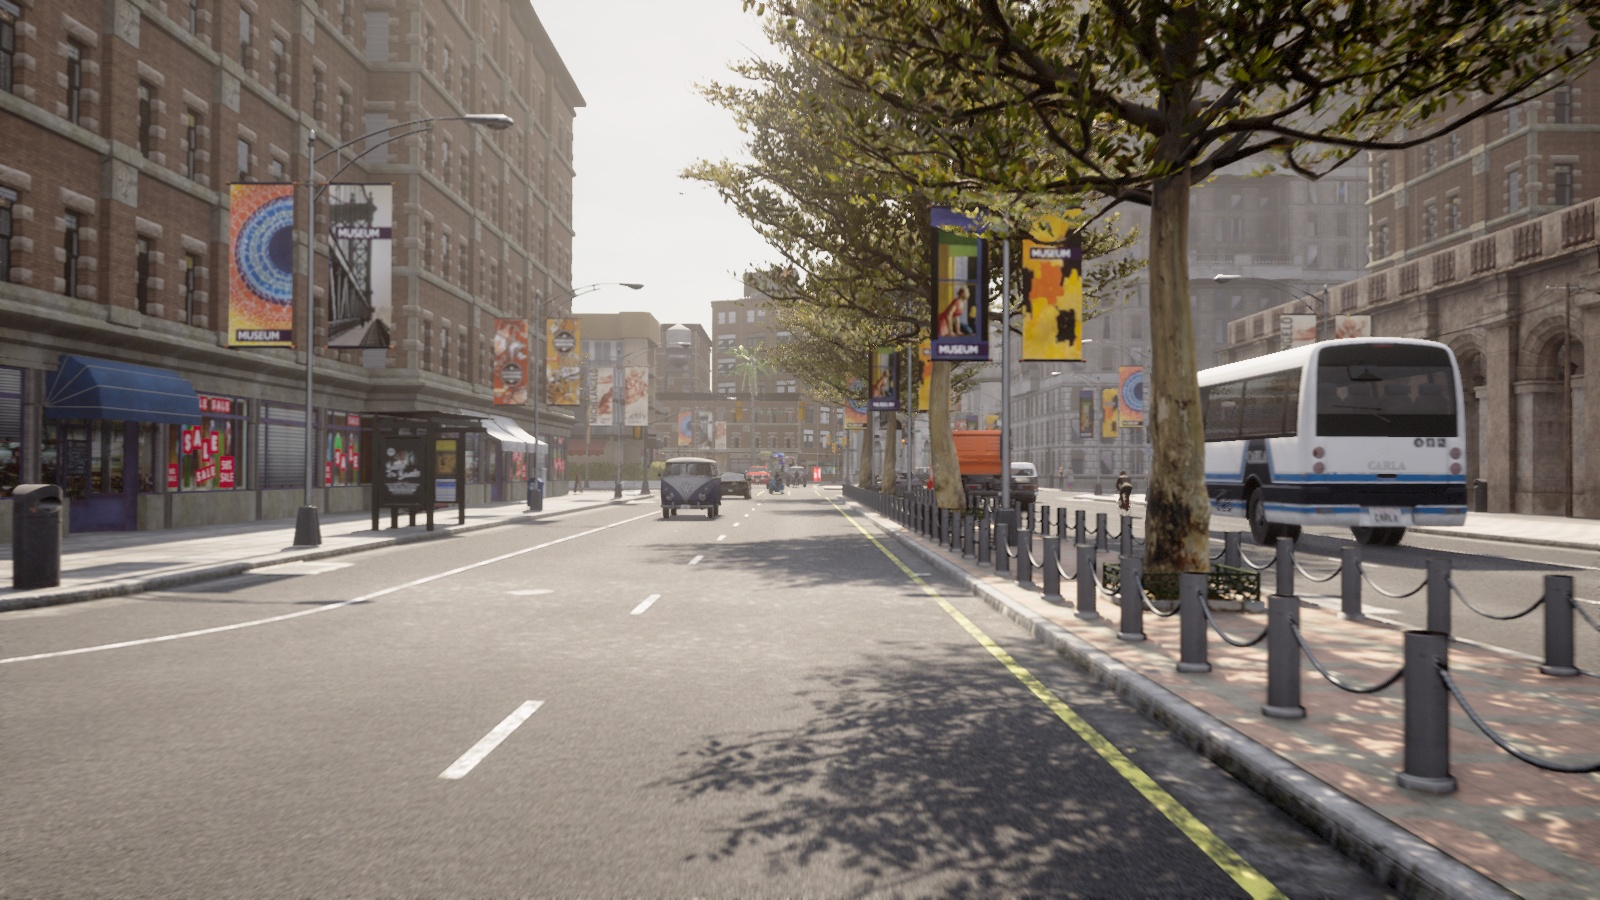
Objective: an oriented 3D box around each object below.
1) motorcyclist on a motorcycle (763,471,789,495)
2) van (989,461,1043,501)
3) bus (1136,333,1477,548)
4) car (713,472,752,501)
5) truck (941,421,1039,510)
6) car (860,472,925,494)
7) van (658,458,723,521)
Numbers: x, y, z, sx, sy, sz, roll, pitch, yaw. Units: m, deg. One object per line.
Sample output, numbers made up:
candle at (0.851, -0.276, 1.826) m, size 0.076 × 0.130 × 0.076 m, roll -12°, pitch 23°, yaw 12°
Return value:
motorcyclist on a motorcycle at (-1.589, 2.168, 83.220) m, size 0.866 × 1.590 × 1.817 m, roll 0°, pitch 0°, yaw 31°
van at (11.337, 1.601, 66.190) m, size 2.069 × 2.038 × 4.480 m, roll 0°, pitch -1°, yaw 0°
bus at (11.421, -0.105, 30.033) m, size 3.944 × 4.253 × 10.273 m, roll 0°, pitch -1°, yaw 0°
car at (-3.683, 1.970, 69.465) m, size 1.882 × 1.535 × 5.008 m, roll 0°, pitch -1°, yaw 0°
truck at (7.866, 0.688, 52.955) m, size 2.891 × 3.462 × 7.936 m, roll 0°, pitch -1°, yaw 0°
car at (6.399, 2.258, 86.927) m, size 4.193 × 1.474 × 1.816 m, roll 0°, pitch -1°, yaw -31°
van at (-3.604, 1.284, 41.944) m, size 1.775 × 1.987 × 4.442 m, roll 0°, pitch -1°, yaw 0°
